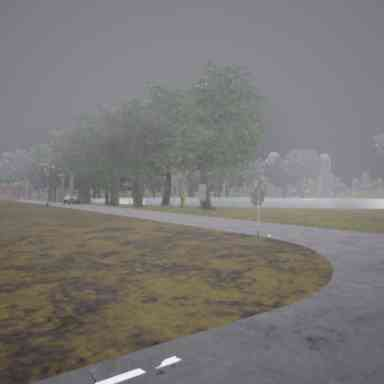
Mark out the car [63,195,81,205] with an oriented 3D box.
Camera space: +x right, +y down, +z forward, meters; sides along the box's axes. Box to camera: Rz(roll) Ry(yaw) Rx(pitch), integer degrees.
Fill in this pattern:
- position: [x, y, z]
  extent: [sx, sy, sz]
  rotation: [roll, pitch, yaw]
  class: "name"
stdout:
- position: [-21.411, 1.302, 59.028]
  extent: [2.097, 1.767, 4.553]
  rotation: [1, -1, -35]
  class: "car"
